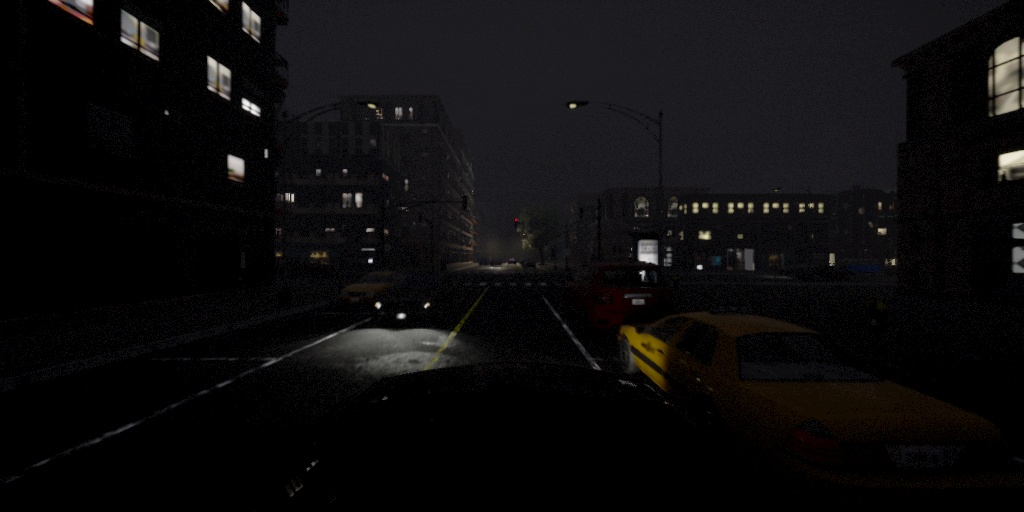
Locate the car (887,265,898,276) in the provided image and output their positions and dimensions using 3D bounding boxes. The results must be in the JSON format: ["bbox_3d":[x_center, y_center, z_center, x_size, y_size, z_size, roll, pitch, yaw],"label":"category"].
[{"bbox_3d":[42.670,1.478,38.596,4.403,1.370,2.007,0,0,0],"label":"car"}]

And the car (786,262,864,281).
[{"bbox_3d":[26.154,1.398,30.050,4.507,1.381,1.888,0,0,0],"label":"car"}]

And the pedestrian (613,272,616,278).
[{"bbox_3d":[6.772,0.884,23.371,0.375,1.860,0.375,0,0,0],"label":"pedestrian"}]

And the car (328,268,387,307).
[{"bbox_3d":[-5.688,1.264,15.400,1.751,1.417,4.829,0,0,0],"label":"car"}]

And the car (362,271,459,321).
[{"bbox_3d":[-3.075,1.289,12.639,2.033,1.411,5.357,0,0,0],"label":"car"}]

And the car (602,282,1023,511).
[{"bbox_3d":[2.691,1.273,4.658,1.751,1.417,4.829,0,0,0],"label":"car"}]

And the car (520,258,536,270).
[{"bbox_3d":[2.701,1.288,53.518,2.007,1.370,4.403,0,0,0],"label":"car"}]

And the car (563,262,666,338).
[{"bbox_3d":[2.693,1.058,10.028,2.192,1.841,5.009,0,0,0],"label":"car"}]

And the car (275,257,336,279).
[{"bbox_3d":[-17.270,0.990,29.802,5.009,1.841,2.192,0,0,0],"label":"car"}]

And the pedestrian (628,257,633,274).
[{"bbox_3d":[7.959,0.981,23.970,0.375,1.860,0.375,0,0,0],"label":"pedestrian"}]

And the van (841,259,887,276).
[{"bbox_3d":[37.144,1.239,38.558,3.998,1.789,1.690,0,0,0],"label":"van"}]

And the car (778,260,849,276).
[{"bbox_3d":[29.888,1.413,35.912,5.357,1.411,2.033,0,0,0],"label":"car"}]
